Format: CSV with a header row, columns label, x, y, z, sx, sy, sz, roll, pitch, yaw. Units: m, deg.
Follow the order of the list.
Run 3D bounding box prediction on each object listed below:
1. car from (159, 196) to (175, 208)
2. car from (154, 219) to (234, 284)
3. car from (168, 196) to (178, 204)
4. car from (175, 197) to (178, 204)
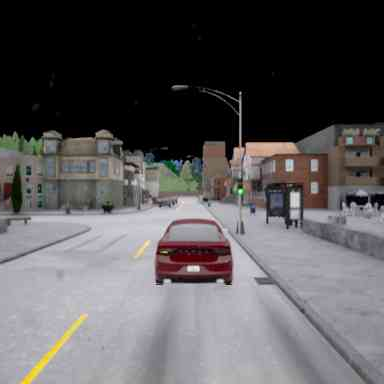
label,x,y,z,sx,sy,sz,roll,pitch,yaw
car,-4.109,1.664,51.863,1.837,1.490,4.892,0,0,0
car,0.059,1.508,9.681,1.882,1.535,5.008,0,0,1
car,-4.013,1.720,71.536,1.837,1.490,4.892,0,0,0
car,-4.070,1.789,61.168,1.895,1.301,4.718,0,0,0
